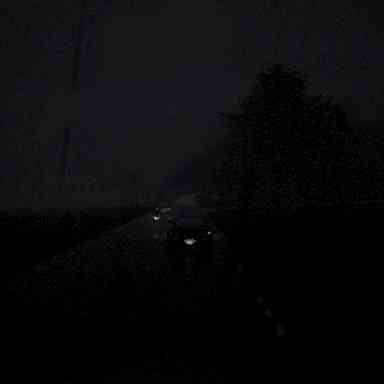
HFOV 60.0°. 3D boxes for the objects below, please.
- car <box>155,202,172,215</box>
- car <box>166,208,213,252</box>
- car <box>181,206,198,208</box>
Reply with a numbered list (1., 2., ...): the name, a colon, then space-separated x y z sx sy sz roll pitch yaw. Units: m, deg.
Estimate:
1. car: -3.282 1.898 39.345 1.812 1.442 4.674 0 -1 0
2. car: -0.091 1.662 14.450 1.812 1.442 4.674 0 0 0
3. car: -0.201 1.875 29.168 1.895 1.301 4.718 0 0 0
